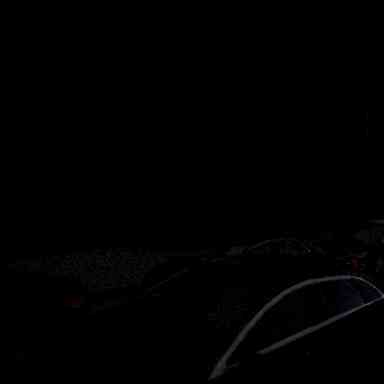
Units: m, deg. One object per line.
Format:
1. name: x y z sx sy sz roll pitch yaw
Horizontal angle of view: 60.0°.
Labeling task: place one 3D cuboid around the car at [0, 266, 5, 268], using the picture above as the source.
1. car: -3.329 1.582 3.814 4.206 1.307 1.802 0 0 -35

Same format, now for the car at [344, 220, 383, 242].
1. car: 5.487 1.556 10.097 4.403 1.369 2.008 0 0 -35

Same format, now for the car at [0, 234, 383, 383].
1. car: 0.514 1.493 3.430 4.902 1.511 2.128 0 0 -35

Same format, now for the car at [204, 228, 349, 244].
1. car: 1.079 1.554 6.955 4.403 1.369 2.008 0 0 -35
